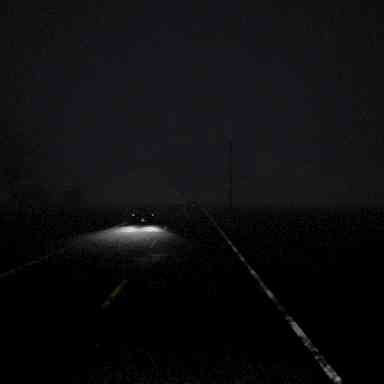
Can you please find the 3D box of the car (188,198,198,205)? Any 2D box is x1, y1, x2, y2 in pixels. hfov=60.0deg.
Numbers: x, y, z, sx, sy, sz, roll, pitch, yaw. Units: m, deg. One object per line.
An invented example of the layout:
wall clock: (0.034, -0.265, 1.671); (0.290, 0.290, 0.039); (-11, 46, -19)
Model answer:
car: (0.113, 2.024, 68.997); (1.994, 1.385, 4.181); (0, 0, 0)

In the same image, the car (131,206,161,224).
car: (-3.595, 1.781, 26.573); (1.895, 1.301, 4.718); (0, 0, 0)

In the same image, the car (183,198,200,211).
car: (0.108, 1.859, 46.290); (2.033, 1.411, 5.357); (0, 0, 0)
